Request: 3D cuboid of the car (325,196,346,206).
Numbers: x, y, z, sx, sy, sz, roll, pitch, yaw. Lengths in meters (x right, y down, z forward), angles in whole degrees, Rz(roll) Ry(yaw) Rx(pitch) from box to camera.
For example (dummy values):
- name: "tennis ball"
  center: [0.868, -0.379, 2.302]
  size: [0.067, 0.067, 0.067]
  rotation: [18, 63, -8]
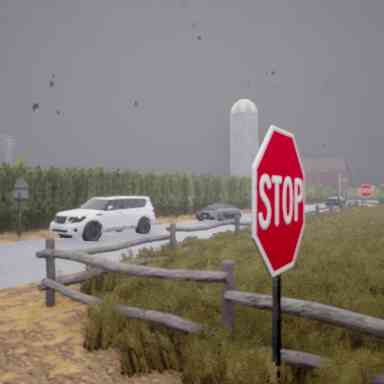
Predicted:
- name: "car"
  center: [18.893, 1.301, 43.632]
  size: [1.837, 1.490, 4.892]
  rotation: [0, 0, 36]

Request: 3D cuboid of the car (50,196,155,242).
- name: "car"
  center: [-4.243, 1.218, 16.870]
  size: [2.150, 2.045, 5.566]
  rotation: [0, 0, 36]

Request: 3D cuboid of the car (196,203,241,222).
- name: "car"
  center: [2.088, 1.549, 25.717]
  size: [1.994, 1.385, 4.181]
  rotation: [0, 0, 36]
